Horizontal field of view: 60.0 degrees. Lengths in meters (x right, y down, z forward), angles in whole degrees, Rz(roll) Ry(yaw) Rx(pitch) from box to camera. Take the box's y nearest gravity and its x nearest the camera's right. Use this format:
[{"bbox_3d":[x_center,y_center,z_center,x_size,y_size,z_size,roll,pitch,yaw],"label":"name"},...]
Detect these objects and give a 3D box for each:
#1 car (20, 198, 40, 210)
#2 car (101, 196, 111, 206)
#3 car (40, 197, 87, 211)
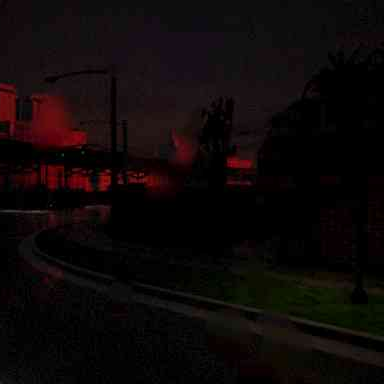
[{"bbox_3d":[-18.476,1.415,40.666,1.812,1.442,4.674,0,1,37],"label":"car"},{"bbox_3d":[-11.438,1.238,49.983,2.128,1.511,4.902,0,1,37],"label":"car"},{"bbox_3d":[-14.908,1.374,39.580,1.837,1.490,4.892,0,1,37],"label":"car"}]
